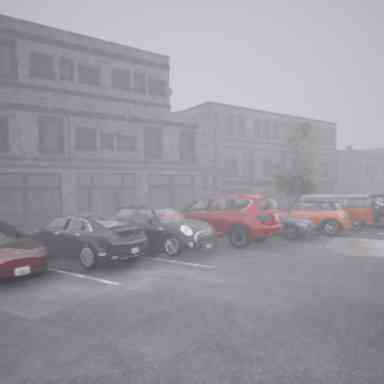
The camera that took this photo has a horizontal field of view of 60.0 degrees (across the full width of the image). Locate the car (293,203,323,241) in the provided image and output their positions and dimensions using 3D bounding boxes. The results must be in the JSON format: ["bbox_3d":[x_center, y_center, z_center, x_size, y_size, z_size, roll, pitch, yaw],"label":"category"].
[{"bbox_3d":[3.532,1.436,16.113,4.674,1.452,2.002,-1,-1,35],"label":"car"}]

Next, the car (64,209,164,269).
[{"bbox_3d":[-3.629,1.460,10.993,4.892,1.521,2.231,-1,0,35],"label":"car"}]

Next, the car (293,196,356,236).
[{"bbox_3d":[5.940,1.251,17.795,4.553,1.767,2.185,-1,0,34],"label":"car"}]

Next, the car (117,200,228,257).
[{"bbox_3d":[-1.269,1.310,12.730,4.553,1.767,2.185,-1,-1,34],"label":"car"}]

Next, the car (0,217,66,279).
[{"bbox_3d":[-5.997,1.511,9.274,4.792,1.488,2.163,-1,-1,35],"label":"car"}]

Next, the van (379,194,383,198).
[{"bbox_3d":[13.179,1.104,22.864,4.442,1.987,1.878,-1,-1,34],"label":"van"}]

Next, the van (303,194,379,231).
[{"bbox_3d":[8.205,1.137,19.581,4.442,1.987,1.878,-1,0,35],"label":"van"}]

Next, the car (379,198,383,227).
[{"bbox_3d":[10.698,1.346,21.215,5.008,1.535,2.097,-1,0,35],"label":"car"}]

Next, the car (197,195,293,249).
[{"bbox_3d":[1.114,1.165,14.422,5.566,2.045,2.435,-1,0,35],"label":"car"}]
